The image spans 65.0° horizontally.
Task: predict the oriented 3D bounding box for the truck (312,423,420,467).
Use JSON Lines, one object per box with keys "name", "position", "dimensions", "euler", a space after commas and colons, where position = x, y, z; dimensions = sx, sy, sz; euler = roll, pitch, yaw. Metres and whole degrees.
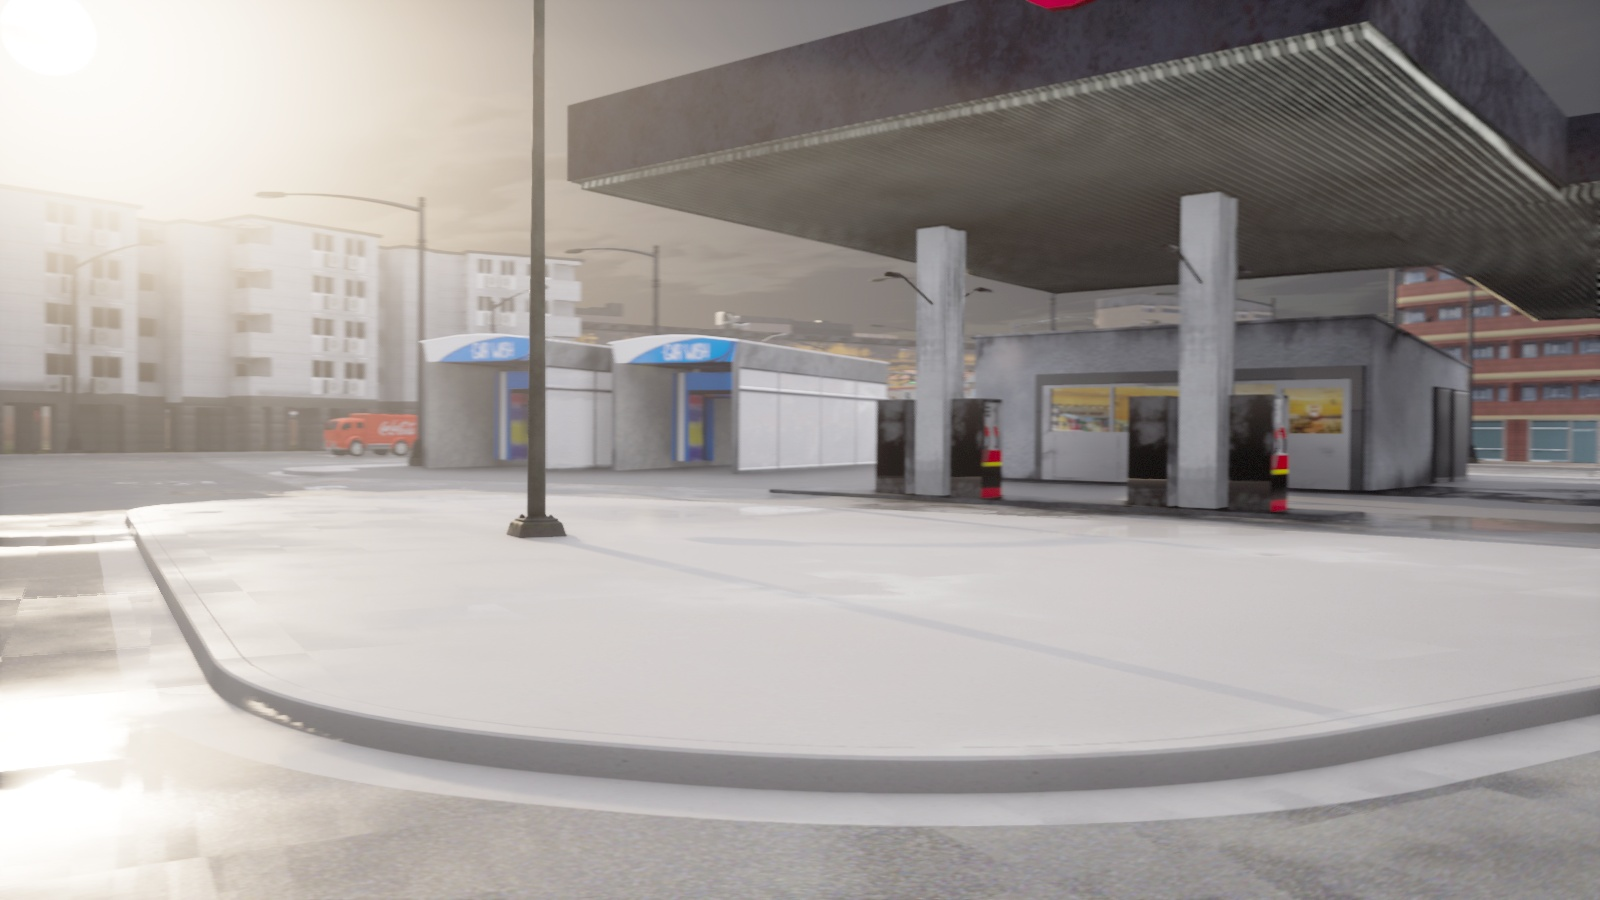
{"name": "truck", "position": [-25.084, -0.318, 72.714], "dimensions": [2.627, 2.467, 5.204], "euler": [0, 1, 42]}
